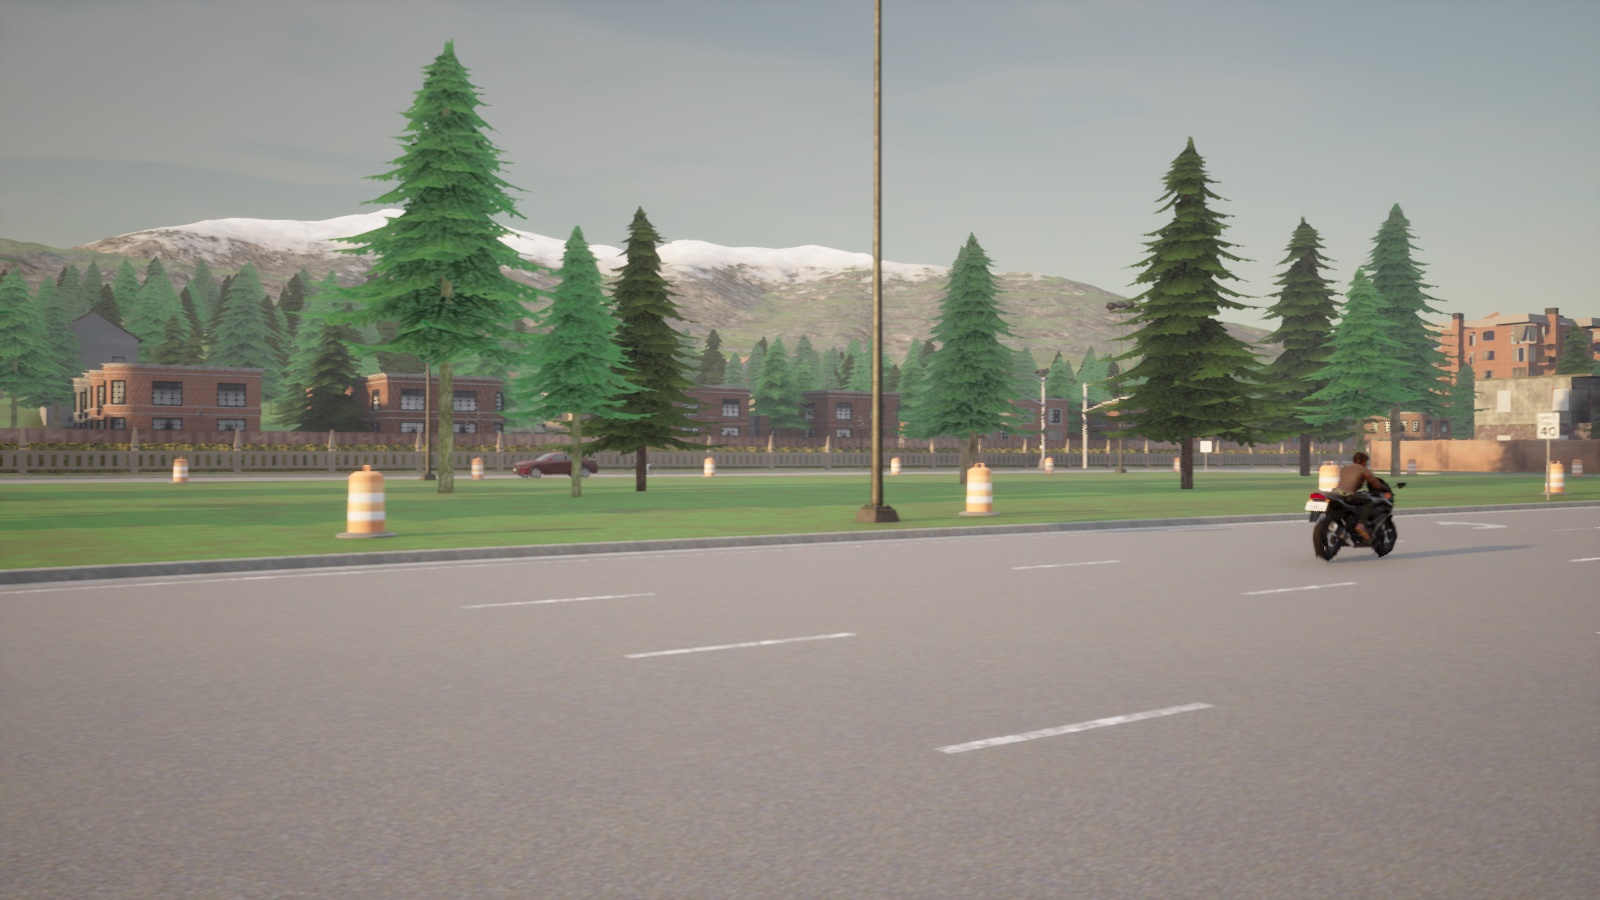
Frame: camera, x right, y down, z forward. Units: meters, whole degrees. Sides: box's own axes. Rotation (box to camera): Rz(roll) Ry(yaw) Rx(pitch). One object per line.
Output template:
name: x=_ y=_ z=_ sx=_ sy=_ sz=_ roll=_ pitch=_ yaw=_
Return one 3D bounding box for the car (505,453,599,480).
car: x=-14.370 y=0.931 z=72.935 sx=5.008 sy=1.535 sz=1.882 roll=0 pitch=0 yaw=-35

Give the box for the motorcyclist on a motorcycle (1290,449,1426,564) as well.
motorcyclist on a motorcycle: x=7.863 y=0.753 z=17.660 sx=2.044 sy=1.523 sz=0.797 roll=0 pitch=0 yaw=-35
